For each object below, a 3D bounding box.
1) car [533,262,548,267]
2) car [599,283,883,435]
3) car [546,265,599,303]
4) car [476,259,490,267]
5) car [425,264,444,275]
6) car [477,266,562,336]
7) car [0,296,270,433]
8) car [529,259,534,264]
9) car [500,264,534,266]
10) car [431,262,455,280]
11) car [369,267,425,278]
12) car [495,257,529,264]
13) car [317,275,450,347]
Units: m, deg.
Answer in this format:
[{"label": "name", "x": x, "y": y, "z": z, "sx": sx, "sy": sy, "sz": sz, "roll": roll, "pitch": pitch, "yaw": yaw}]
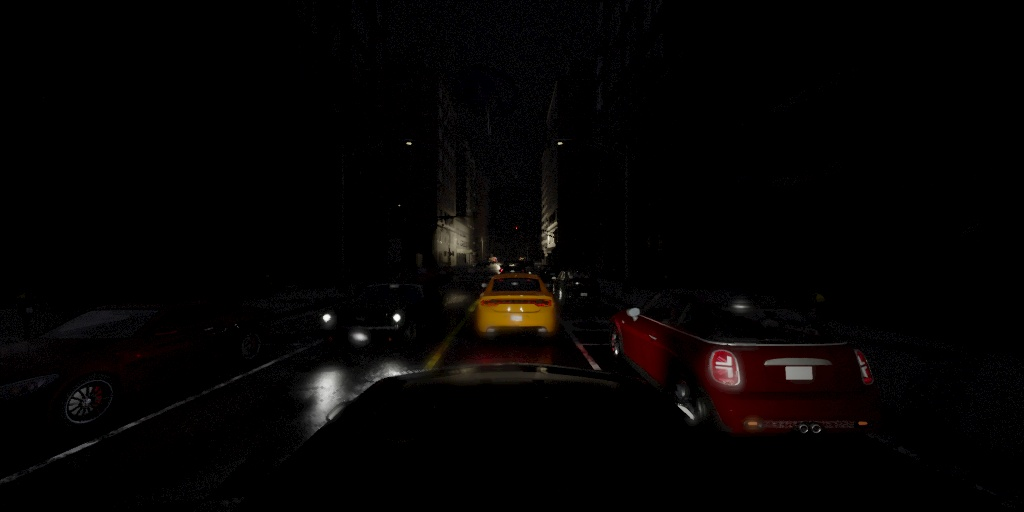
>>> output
[{"label": "car", "x": 2.901, "y": 1.319, "z": 27.515, "sx": 1.948, "sy": 1.339, "sz": 4.313, "roll": 0, "pitch": 0, "yaw": 0}, {"label": "car", "x": 2.863, "y": 1.190, "z": 5.510, "sx": 1.967, "sy": 1.591, "sz": 4.097, "roll": 0, "pitch": 0, "yaw": 0}, {"label": "car", "x": 2.882, "y": 1.301, "z": 16.513, "sx": 2.007, "sy": 1.370, "sz": 4.403, "roll": 0, "pitch": 0, "yaw": 0}, {"label": "car", "x": -5.525, "y": 1.375, "z": 64.632, "sx": 1.802, "sy": 1.307, "sz": 4.207, "roll": 0, "pitch": 0, "yaw": 0}, {"label": "car", "x": -5.634, "y": 1.334, "z": 22.029, "sx": 1.802, "sy": 1.307, "sz": 4.207, "roll": 0, "pitch": 0, "yaw": 0}, {"label": "car", "x": 0.112, "y": 1.228, "z": 10.397, "sx": 1.882, "sy": 1.535, "sz": 5.008, "roll": 0, "pitch": 0, "yaw": 0}, {"label": "car", "x": -5.662, "y": 1.332, "z": 5.525, "sx": 1.802, "sy": 1.307, "sz": 4.207, "roll": 0, "pitch": 0, "yaw": 0}, {"label": "car", "x": 3.000, "y": 1.233, "z": 64.604, "sx": 1.967, "sy": 1.591, "sz": 4.097, "roll": 0, "pitch": 0, "yaw": 0}, {"label": "car", "x": 0.131, "y": 1.315, "z": 19.385, "sx": 1.994, "sy": 1.385, "sz": 4.181, "roll": 0, "pitch": 0, "yaw": 0}, {"label": "car", "x": -5.624, "y": 1.193, "z": 27.530, "sx": 1.967, "sy": 1.591, "sz": 4.097, "roll": 0, "pitch": 0, "yaw": 0}, {"label": "car", "x": -5.643, "y": 1.316, "z": 16.527, "sx": 1.948, "sy": 1.339, "sz": 4.313, "roll": 0, "pitch": 0, "yaw": 0}, {"label": "car", "x": 0.075, "y": 1.105, "z": 28.118, "sx": 2.097, "sy": 1.767, "sz": 4.553, "roll": 0, "pitch": 0, "yaw": 1}, {"label": "car", "x": -3.085, "y": 1.351, "z": 9.520, "sx": 1.895, "sy": 1.301, "sz": 4.718, "roll": 0, "pitch": 0, "yaw": 0}]
